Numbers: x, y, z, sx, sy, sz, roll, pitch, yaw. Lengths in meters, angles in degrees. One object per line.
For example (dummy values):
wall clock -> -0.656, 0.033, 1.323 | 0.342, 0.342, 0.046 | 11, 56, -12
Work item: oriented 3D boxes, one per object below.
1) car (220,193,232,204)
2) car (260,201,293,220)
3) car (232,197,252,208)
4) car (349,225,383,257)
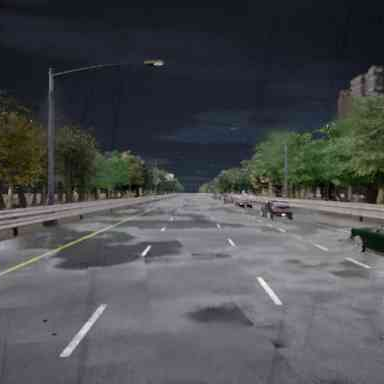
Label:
car -> 7.169, 1.492, 65.270 | 2.128, 1.511, 4.902 | 0, 0, 0
car -> 7.036, 1.506, 27.919 | 1.837, 1.490, 4.892 | 0, 0, 0
car -> 7.098, 1.602, 46.347 | 1.895, 1.301, 4.718 | 0, 0, 0
car -> 7.004, 1.601, 10.757 | 1.895, 1.301, 4.718 | 0, 0, 0
